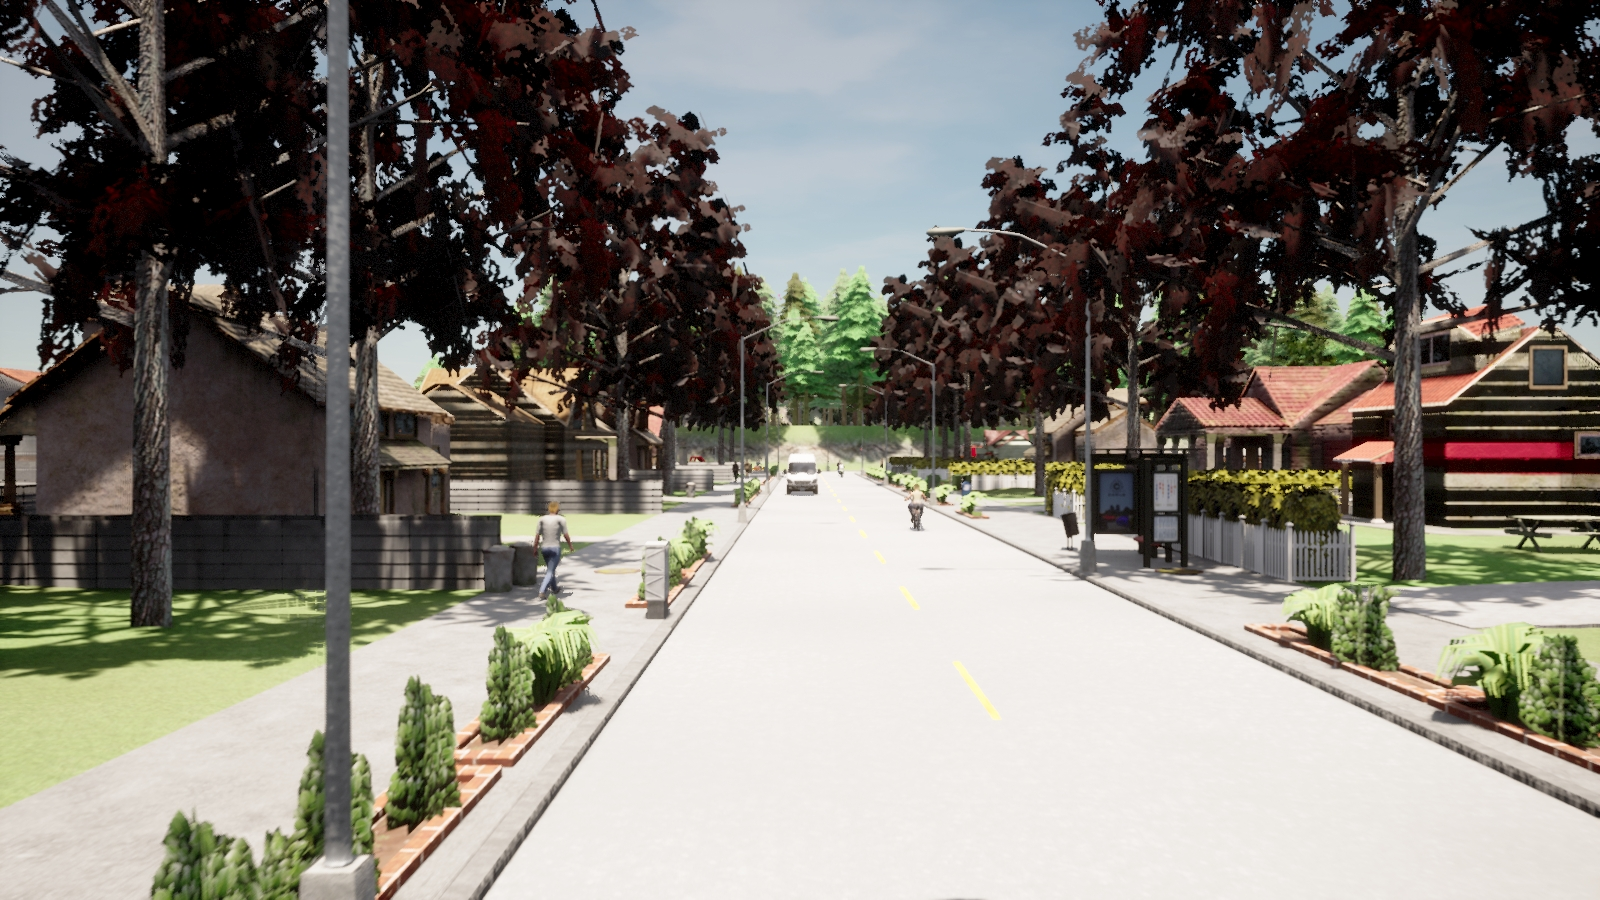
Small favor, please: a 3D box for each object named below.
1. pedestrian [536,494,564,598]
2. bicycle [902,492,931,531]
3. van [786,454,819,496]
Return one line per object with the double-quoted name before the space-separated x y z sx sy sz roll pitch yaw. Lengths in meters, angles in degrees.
"pedestrian" -4.560 1.742 20.835 0.375 1.860 0.375 0 0 12
"bicycle" 4.093 2.157 40.203 0.859 1.276 1.487 0 0 0
"van" 0.141 1.532 72.072 1.988 2.561 5.915 0 0 0
